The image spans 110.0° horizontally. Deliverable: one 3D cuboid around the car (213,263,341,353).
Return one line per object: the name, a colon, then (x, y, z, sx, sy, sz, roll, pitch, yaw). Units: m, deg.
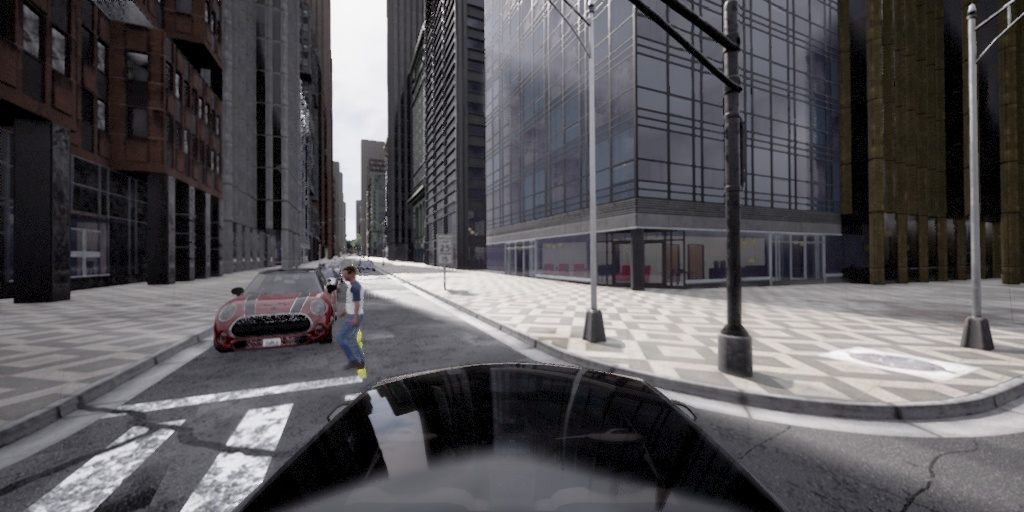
car: (-5.653, 1.117, 9.118, 2.097, 1.767, 4.553, 0, 0, -24)

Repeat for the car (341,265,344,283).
car: (-9.546, 1.315, 17.835, 2.033, 1.411, 5.357, 0, 0, -24)

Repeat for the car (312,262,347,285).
car: (-13.778, 1.257, 27.324, 2.128, 1.511, 4.902, 0, 0, -24)

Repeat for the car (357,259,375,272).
car: (-18.344, 1.270, 45.383, 2.033, 1.411, 5.357, 0, 0, -23)

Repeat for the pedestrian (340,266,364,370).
pedestrian: (-2.761, 1.051, 6.294, 0.375, 1.860, 0.375, 0, -1, -24)
